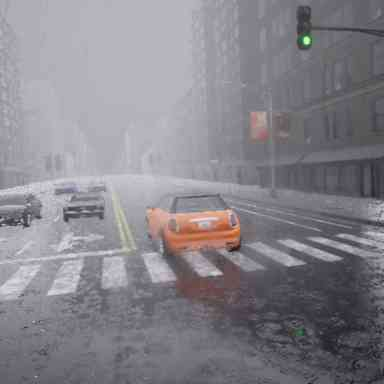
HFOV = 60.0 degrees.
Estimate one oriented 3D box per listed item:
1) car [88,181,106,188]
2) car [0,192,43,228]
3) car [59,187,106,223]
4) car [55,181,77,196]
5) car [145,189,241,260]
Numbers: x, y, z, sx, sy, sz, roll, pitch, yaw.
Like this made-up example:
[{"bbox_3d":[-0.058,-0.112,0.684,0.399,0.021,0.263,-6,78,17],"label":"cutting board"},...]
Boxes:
[{"bbox_3d":[-11.069,-0.605,38.862,1.994,1.385,4.181,-3,4,-14],"label":"car"},{"bbox_3d":[-8.643,0.829,16.268,1.837,1.490,4.892,-3,4,-14],"label":"car"},{"bbox_3d":[-5.653,0.706,17.696,1.895,1.301,4.718,-3,4,-14],"label":"car"},{"bbox_3d":[-13.961,-0.446,37.039,1.882,1.535,5.008,-3,4,-14],"label":"car"},{"bbox_3d":[-0.217,0.722,10.292,2.097,1.767,4.553,-3,4,-14],"label":"car"}]
